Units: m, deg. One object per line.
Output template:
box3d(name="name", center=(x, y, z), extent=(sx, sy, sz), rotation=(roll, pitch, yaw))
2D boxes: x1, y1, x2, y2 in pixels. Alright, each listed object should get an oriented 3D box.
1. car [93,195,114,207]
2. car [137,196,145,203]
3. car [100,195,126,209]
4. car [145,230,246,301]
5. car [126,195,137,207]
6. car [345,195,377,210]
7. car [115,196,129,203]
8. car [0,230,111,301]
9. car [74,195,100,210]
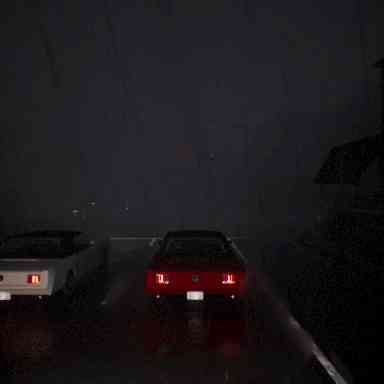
box3d(name="car", center=(-14.111, 1.348, 53.221), extent=(2.097, 1.767, 4.553), rotation=(0, 0, 1))
box3d(name="car", center=(-10.542, 1.559, 66.685), extent=(1.994, 1.385, 4.181), rotation=(0, 0, 0))
box3d(name="car", center=(-10.616, 1.522, 44.947), extent=(1.812, 1.442, 4.674), rotation=(0, 0, 0))
box3d(name="car", center=(0.074, 1.600, 8.280), extent=(1.895, 1.301, 4.718), rotation=(0, 0, 0))
box3d(name="car", center=(-10.615, 1.348, 52.671), extent=(2.097, 1.767, 4.553), rotation=(0, 0, 0))
box3d(name="car", center=(14.148, 1.055, 28.474), extent=(4.181, 1.385, 1.994), rotation=(-14, 0, -1))
box3d(name="car", center=(-14.040, 1.559, 67.213), extent=(1.994, 1.385, 4.181), rotation=(0, 0, 0))
box3d(name="car", center=(-3.427, 1.600, 8.261), extent=(1.895, 1.301, 4.718), rotation=(0, 0, 0))
box3d(name="car", center=(-14.119, 1.488, 44.168), extent=(2.128, 1.511, 4.902), rotation=(0, 0, 0))
